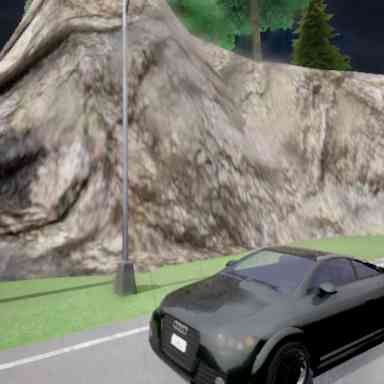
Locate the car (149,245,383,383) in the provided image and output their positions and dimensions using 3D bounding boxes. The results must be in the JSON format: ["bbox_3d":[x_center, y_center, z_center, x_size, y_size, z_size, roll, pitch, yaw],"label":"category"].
[{"bbox_3d":[1.483,1.561,4.982,4.181,1.385,1.994,0,0,-35],"label":"car"}]
